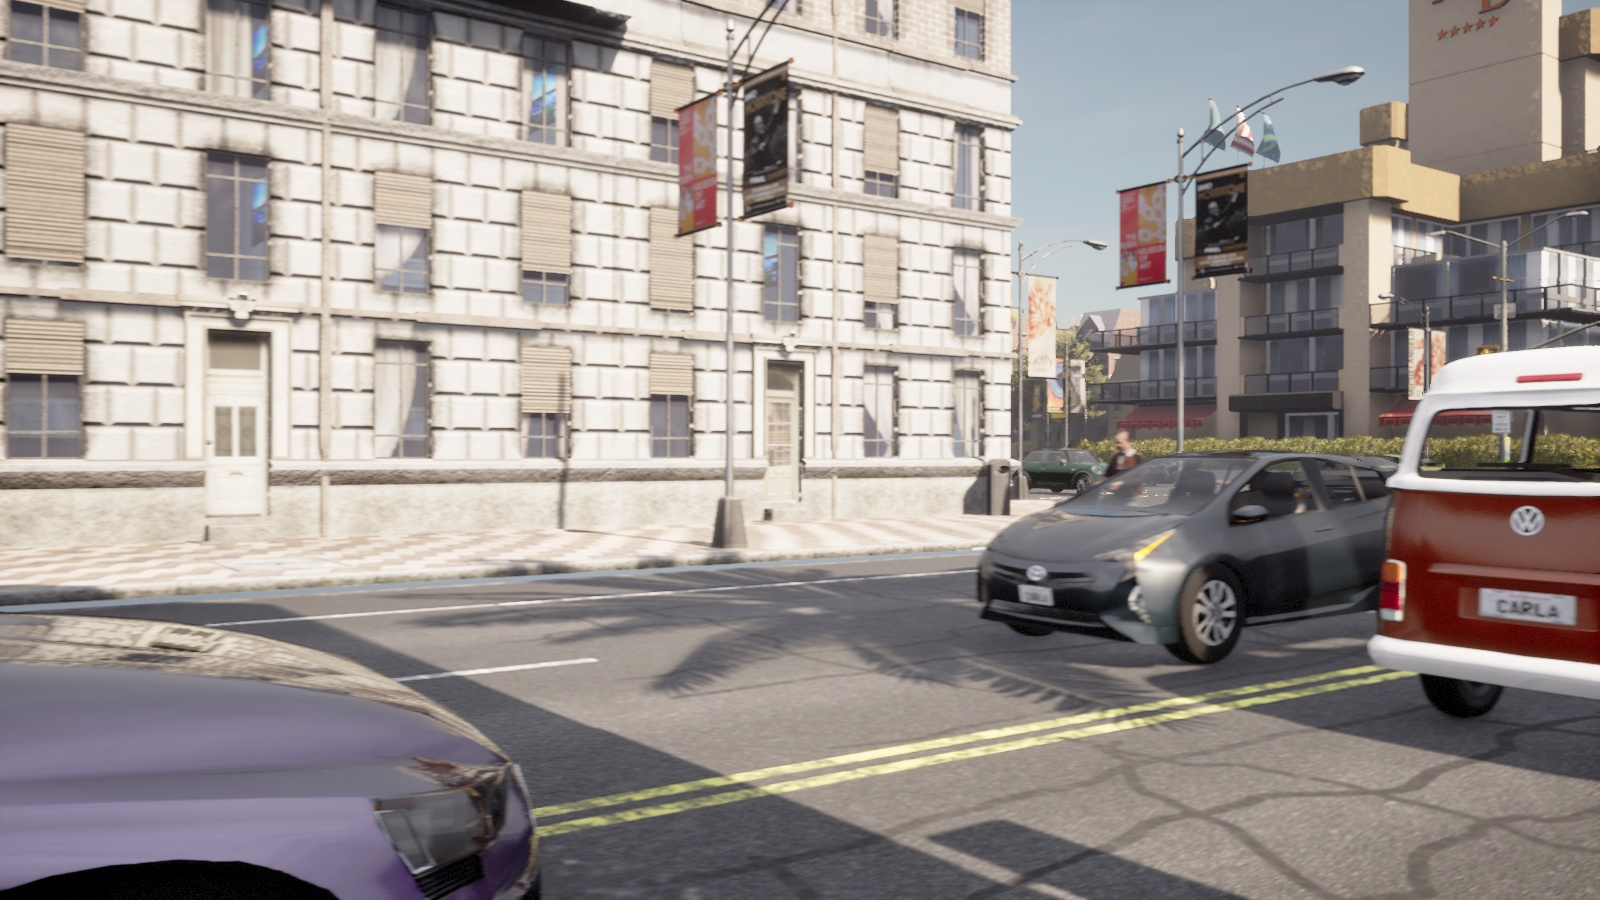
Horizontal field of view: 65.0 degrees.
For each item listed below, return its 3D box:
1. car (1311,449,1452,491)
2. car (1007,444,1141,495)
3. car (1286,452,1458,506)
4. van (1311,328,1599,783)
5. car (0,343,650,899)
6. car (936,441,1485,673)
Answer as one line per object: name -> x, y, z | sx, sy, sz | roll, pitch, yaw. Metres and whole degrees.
car -> 22.279, 0.740, 48.235 | 2.007, 1.525, 4.514 | 0, 0, -35
car -> 9.923, 0.679, 45.758 | 2.097, 1.767, 4.553 | 0, 0, -35
car -> 16.543, 0.796, 36.508 | 1.816, 1.474, 4.193 | 0, 0, -36
van -> 5.193, 0.471, 7.216 | 4.480, 2.038, 2.069 | 0, 0, -35
car -> -2.844, 0.686, 1.693 | 4.856, 1.649, 2.033 | 0, 0, -35
car -> 3.497, 0.705, 10.382 | 4.514, 1.525, 2.007 | 0, 0, -35
